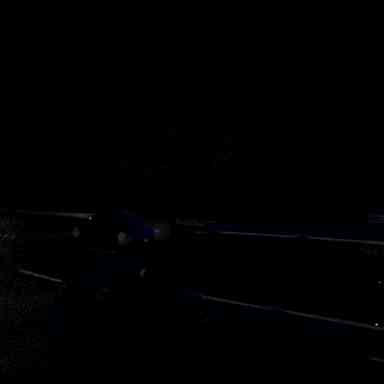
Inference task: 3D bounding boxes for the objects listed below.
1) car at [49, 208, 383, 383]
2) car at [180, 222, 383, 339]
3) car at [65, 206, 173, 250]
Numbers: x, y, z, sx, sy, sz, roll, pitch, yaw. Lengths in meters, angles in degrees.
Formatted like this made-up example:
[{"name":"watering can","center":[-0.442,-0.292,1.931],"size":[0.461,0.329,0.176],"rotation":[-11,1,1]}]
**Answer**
[{"name":"car","center":[0.904,1.221,3.348],"size":[5.566,2.045,2.150],"rotation":[0,0,35]},{"name":"car","center":[2.163,1.526,6.749],"size":[4.674,1.442,1.812],"rotation":[0,0,35]},{"name":"car","center":[-3.413,1.478,15.023],"size":[5.008,1.535,1.882],"rotation":[0,0,35]}]
